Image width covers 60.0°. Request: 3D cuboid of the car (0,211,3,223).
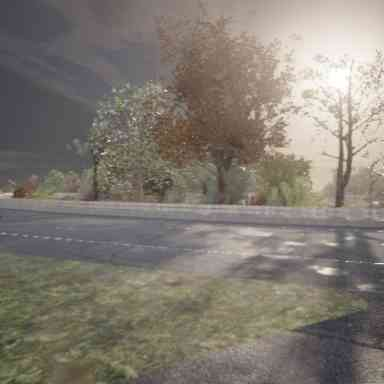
[{"bbox_3d":[-14.394,1.397,21.652,4.718,1.301,1.895,1,0,32],"label":"car"}]
